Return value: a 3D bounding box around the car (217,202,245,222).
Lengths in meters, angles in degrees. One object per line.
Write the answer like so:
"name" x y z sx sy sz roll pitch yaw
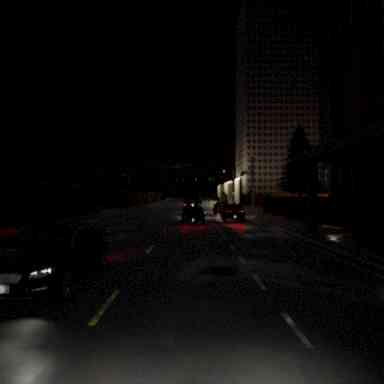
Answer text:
"car" 3.578 1.815 29.945 1.837 1.490 4.892 0 -1 0

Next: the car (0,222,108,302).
"car" -3.563 1.583 8.662 2.128 1.511 4.902 0 -1 0

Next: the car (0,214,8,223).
"car" -7.058 1.453 9.729 2.097 1.767 4.553 0 0 0

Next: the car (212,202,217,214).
"car" 3.560 1.946 40.664 1.812 1.442 4.674 0 -1 0

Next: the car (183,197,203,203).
"car" 0.091 1.631 39.493 2.150 2.045 5.566 0 -1 0

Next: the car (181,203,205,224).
"car" 0.094 1.890 27.841 1.895 1.301 4.718 0 -1 0
